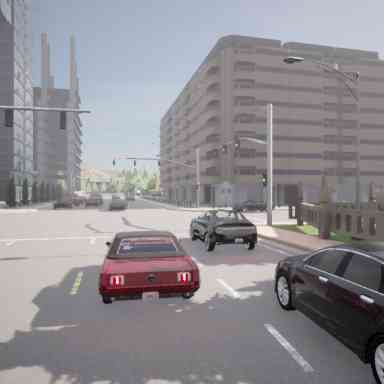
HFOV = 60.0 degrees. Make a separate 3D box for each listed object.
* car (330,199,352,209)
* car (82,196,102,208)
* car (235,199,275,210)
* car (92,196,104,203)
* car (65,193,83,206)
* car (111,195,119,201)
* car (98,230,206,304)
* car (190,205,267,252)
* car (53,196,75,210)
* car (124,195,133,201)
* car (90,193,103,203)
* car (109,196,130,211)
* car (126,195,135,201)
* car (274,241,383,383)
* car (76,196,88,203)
[{"bbox_3d":[17.183,1.603,40.313,5.357,1.411,2.033,0,0,-15],"label":"car"},{"bbox_3d":[-14.703,1.601,49.235,1.895,1.301,4.718,0,0,-13],"label":"car"},{"bbox_3d":[6.987,1.560,37.768,4.892,1.490,1.837,0,0,-14],"label":"car"},{"bbox_3d":[-19.344,1.525,68.672,2.128,1.511,4.902,0,0,-14],"label":"car"},{"bbox_3d":[-19.284,1.221,53.262,2.150,2.045,5.566,0,0,-13],"label":"car"},{"bbox_3d":[-20.536,1.548,88.376,1.994,1.385,4.181,0,0,-14],"label":"car"},{"bbox_3d":[-1.173,1.601,8.230,1.895,1.301,4.718,0,0,-11],"label":"car"},{"bbox_3d":[1.155,1.492,14.081,2.128,1.511,4.902,0,0,-12],"label":"car"},{"bbox_3d":[-16.986,1.601,43.775,1.895,1.301,4.718,0,0,-14],"label":"car"},{"bbox_3d":[-17.135,1.535,89.204,2.033,1.411,5.357,0,0,-14],"label":"car"},{"bbox_3d":[-16.993,1.221,58.723,2.150,2.045,5.566,0,0,-13],"label":"car"},{"bbox_3d":[-9.083,1.563,41.082,1.994,1.385,4.181,0,0,-8],"label":"car"},{"bbox_3d":[-14.764,1.591,79.457,1.895,1.301,4.718,0,0,-14],"label":"car"},{"bbox_3d":[2.821,1.505,5.010,1.837,1.490,4.892,0,0,-7],"label":"car"},{"bbox_3d":[-23.946,1.539,72.781,2.033,1.411,5.357,0,0,-14],"label":"car"}]
